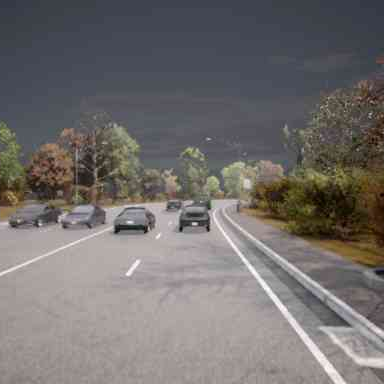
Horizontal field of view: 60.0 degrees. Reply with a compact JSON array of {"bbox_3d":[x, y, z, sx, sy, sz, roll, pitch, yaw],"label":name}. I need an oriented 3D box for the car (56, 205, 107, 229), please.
[{"bbox_3d":[-6.982,1.577,22.024,1.812,1.442,4.674,0,0,1],"label":"car"}]

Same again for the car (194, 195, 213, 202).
[{"bbox_3d":[1.431,1.344,43.012,2.150,2.045,5.566,0,0,6],"label":"car"}]

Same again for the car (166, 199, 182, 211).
[{"bbox_3d":[-2.094,1.625,42.754,1.837,1.490,4.892,0,0,6],"label":"car"}]

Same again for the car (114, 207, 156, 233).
[{"bbox_3d":[-3.330,1.609,20.026,1.994,1.385,4.181,0,0,1],"label":"car"}]

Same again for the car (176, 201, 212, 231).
[{"bbox_3d":[0.187,1.554,21.089,1.837,1.490,4.892,0,0,1],"label":"car"}]

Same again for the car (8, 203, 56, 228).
[{"bbox_3d":[-10.470,1.558,22.650,1.837,1.490,4.892,0,0,1],"label":"car"}]
